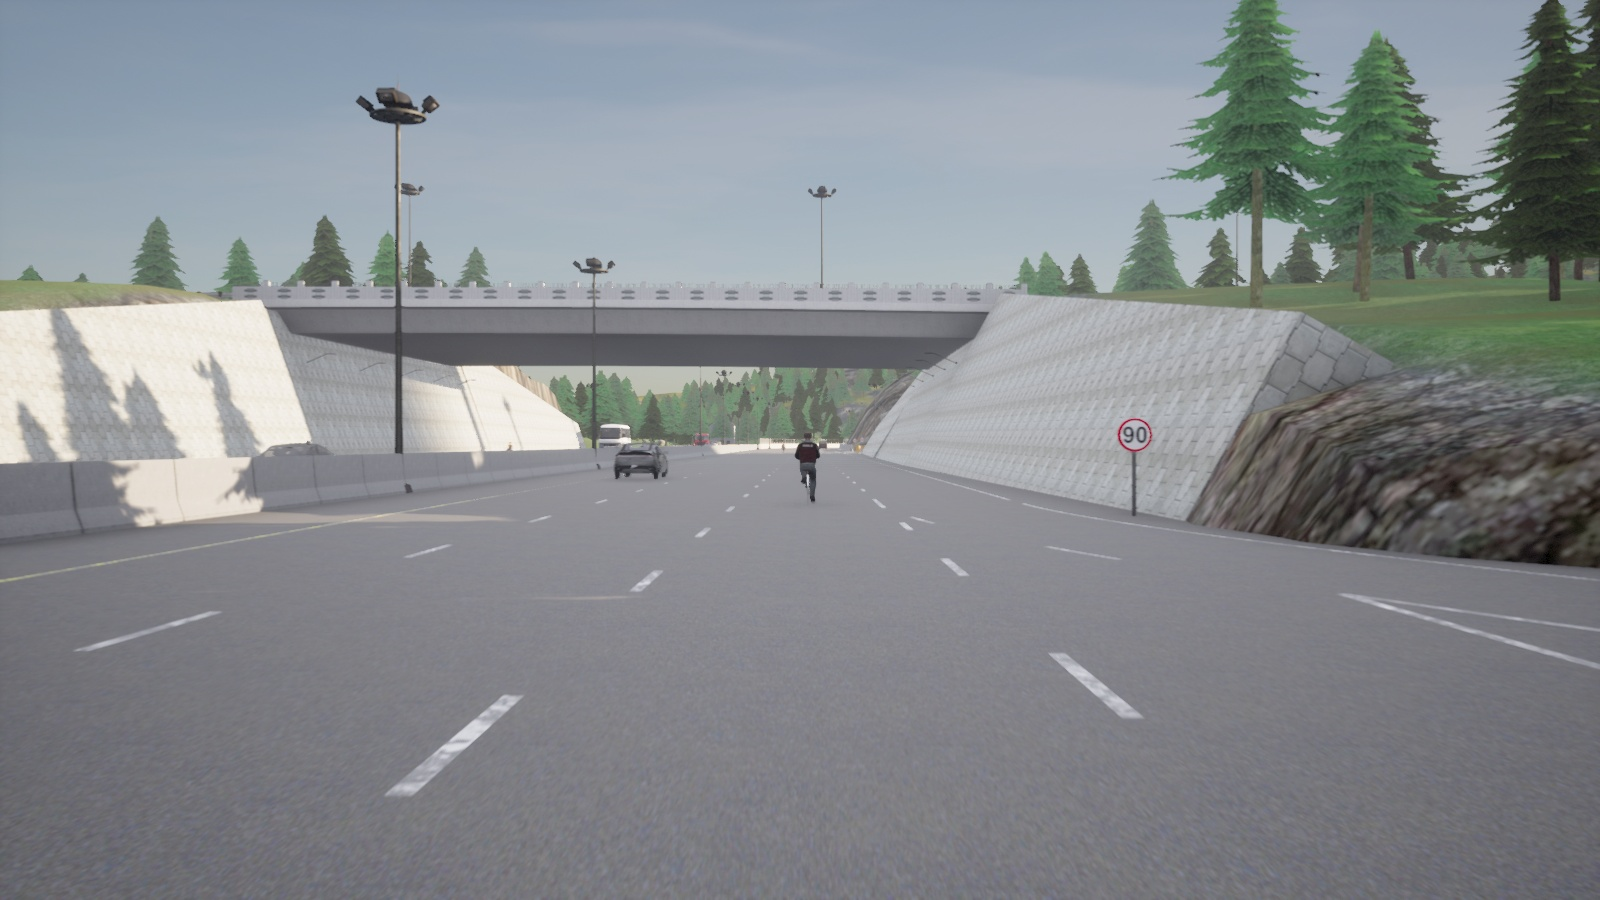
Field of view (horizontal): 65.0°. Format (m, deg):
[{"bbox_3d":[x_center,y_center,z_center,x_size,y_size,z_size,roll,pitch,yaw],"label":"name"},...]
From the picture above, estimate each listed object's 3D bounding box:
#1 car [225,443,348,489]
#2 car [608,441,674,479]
[{"bbox_3d":[-17.243,0.493,42.447,2.163,1.488,4.792,0,0,0],"label":"car"},{"bbox_3d":[-6.682,0.397,53.260,2.128,1.511,4.902,0,0,0],"label":"car"}]
